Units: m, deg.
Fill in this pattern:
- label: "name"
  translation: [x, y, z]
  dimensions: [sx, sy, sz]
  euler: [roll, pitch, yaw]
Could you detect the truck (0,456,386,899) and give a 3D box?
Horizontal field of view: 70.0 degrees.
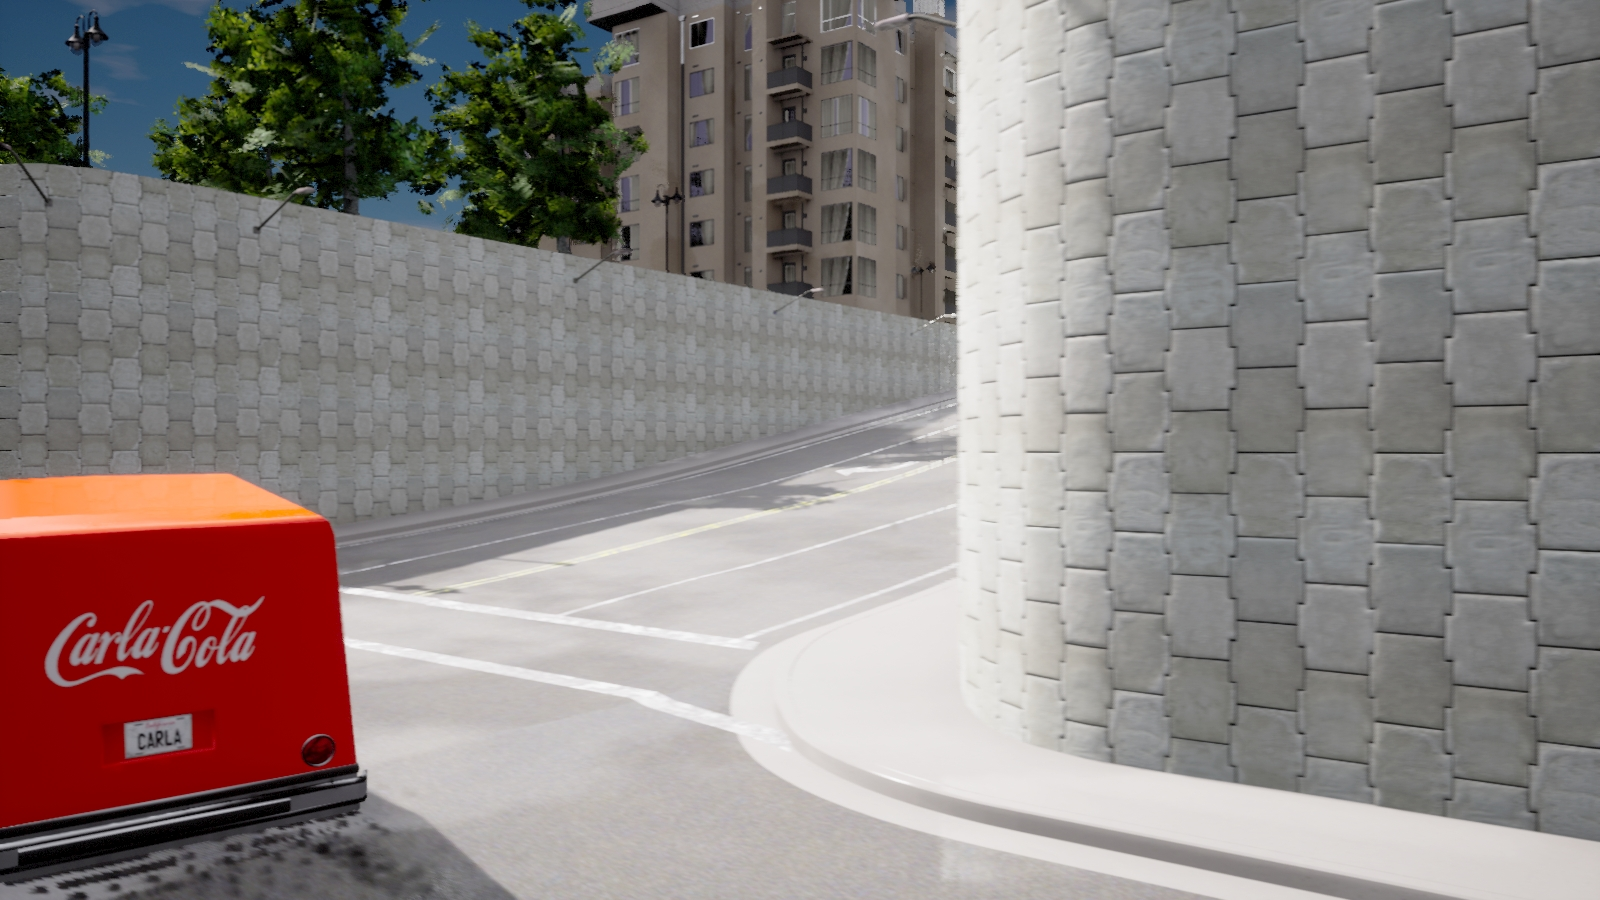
- label: "truck"
  translation: [-5.417, 1.479, 9.034]
  dimensions: [2.627, 2.467, 5.204]
  euler: [-2, 4, -37]
